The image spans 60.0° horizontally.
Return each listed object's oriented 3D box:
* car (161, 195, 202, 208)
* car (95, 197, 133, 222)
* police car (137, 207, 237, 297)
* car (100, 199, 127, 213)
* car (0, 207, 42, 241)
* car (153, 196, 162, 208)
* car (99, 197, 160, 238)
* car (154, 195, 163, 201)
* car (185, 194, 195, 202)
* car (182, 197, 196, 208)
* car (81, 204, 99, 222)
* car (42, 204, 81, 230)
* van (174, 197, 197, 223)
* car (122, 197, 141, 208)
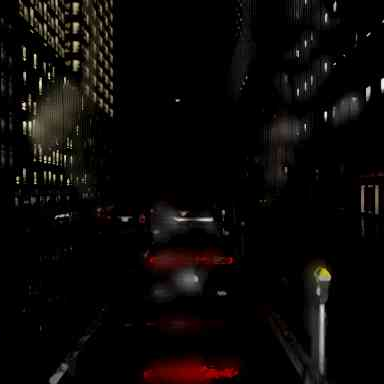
[{"bbox_3d":[-0.465,1.311,20.672,2.192,1.841,5.009,-1,0,0],"label":"car"},{"bbox_3d":[-6.244,1.347,27.222,2.097,1.767,4.553,0,0,0],"label":"car"},{"bbox_3d":[-0.012,1.423,8.762,1.930,1.638,5.238,0,0,0],"label":"police car"},{"bbox_3d":[-8.844,1.544,37.723,2.008,1.369,4.403,-1,0,0],"label":"car"},{"bbox_3d":[-8.843,1.542,14.989,1.887,1.381,4.507,-1,0,0],"label":"car"},{"bbox_3d":[-3.048,1.499,34.446,1.837,1.490,4.892,0,0,0],"label":"car"},{"bbox_3d":[-3.147,1.348,17.748,2.097,1.767,4.553,0,0,0],"label":"car"},{"bbox_3d":[-8.844,1.545,88.876,1.947,1.339,4.313,-1,0,0],"label":"car"},{"bbox_3d":[-0.465,1.298,77.509,2.192,1.841,5.009,-1,0,0],"label":"car"},{"bbox_3d":[-0.463,1.541,49.090,2.008,1.369,4.403,-1,0,0],"label":"car"},{"bbox_3d":[-8.843,1.577,26.356,1.802,1.307,4.206,-1,0,0],"label":"car"},{"bbox_3d":[-8.844,1.547,20.672,2.008,1.369,4.403,-1,0,0],"label":"car"},{"bbox_3d":[-0.465,1.336,26.356,1.690,1.788,3.998,-1,0,0],"label":"van"},{"bbox_3d":[-8.843,1.541,49.090,2.008,1.369,4.403,-1,0,0],"label":"car"}]
